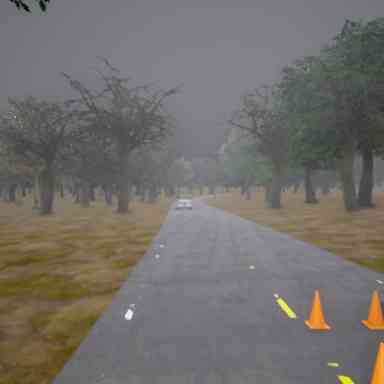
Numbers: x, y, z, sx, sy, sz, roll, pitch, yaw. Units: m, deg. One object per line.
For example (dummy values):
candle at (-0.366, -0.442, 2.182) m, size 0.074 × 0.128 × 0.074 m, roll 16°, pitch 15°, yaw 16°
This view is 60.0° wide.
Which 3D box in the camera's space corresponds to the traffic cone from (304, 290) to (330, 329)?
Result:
traffic cone at (2.139, 1.982, 5.701) m, size 0.340 × 0.580 × 0.340 m, roll 0°, pitch 0°, yaw 1°

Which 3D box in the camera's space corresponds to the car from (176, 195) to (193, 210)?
car at (-1.105, 1.451, 47.577) m, size 2.150 × 2.045 × 5.566 m, roll 0°, pitch 0°, yaw -2°

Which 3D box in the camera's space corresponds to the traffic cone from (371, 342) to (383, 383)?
traffic cone at (2.119, 1.976, 3.701) m, size 0.340 × 0.580 × 0.340 m, roll 0°, pitch 0°, yaw 1°

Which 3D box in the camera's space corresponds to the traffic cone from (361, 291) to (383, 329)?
traffic cone at (3.139, 1.987, 5.691) m, size 0.340 × 0.580 × 0.340 m, roll 0°, pitch 0°, yaw 1°
